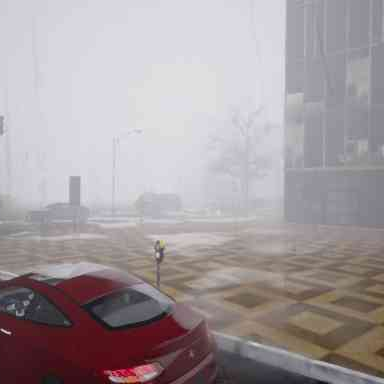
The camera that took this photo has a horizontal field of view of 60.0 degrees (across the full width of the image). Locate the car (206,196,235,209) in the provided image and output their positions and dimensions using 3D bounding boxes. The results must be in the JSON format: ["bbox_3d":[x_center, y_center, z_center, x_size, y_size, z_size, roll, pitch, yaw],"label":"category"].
[{"bbox_3d":[3.793,1.261,43.795,2.097,1.767,4.553,1,1,35],"label":"car"}]

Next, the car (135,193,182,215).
[{"bbox_3d":[-3.237,1.155,33.592,2.150,2.045,5.566,1,0,34],"label":"car"}]

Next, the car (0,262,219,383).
[{"bbox_3d":[-1.660,1.581,4.209,4.206,1.307,1.802,0,1,36],"label":"car"}]

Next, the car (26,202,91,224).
[{"bbox_3d":[-9.622,1.475,24.314,1.812,1.442,4.674,1,1,36],"label":"car"}]

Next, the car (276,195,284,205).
[{"bbox_3d":[15.268,1.275,55.066,2.097,1.767,4.553,1,1,34],"label":"car"}]

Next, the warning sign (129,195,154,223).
[{"bbox_3d":[-3.488,1.141,22.950,1.300,1.860,1.060,1,1,34],"label":"warning sign"}]

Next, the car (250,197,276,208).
[{"bbox_3d":[9.709,1.468,46.892,1.812,1.442,4.674,1,1,35],"label":"car"}]
